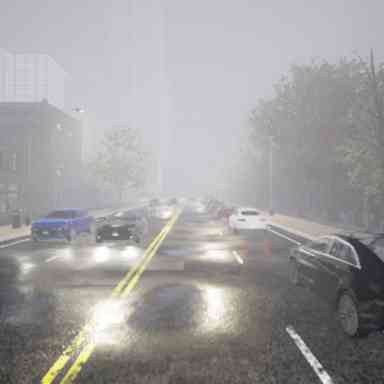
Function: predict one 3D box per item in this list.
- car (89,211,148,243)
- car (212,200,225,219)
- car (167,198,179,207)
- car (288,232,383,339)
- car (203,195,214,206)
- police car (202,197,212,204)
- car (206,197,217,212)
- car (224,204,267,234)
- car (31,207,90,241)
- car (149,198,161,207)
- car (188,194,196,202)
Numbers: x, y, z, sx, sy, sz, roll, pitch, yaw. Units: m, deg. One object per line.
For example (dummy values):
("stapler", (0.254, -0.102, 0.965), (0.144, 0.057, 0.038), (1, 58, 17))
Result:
("car", (-3.342, 1.666, 16.462), (1.994, 1.385, 4.181), (0, 0, 0))
("car", (3.253, 1.754, 31.004), (1.994, 1.385, 4.181), (0, 0, 0))
("car", (-3.272, 1.864, 58.841), (1.837, 1.490, 4.892), (0, 0, 1))
("car", (3.349, 1.532, 6.621), (2.128, 1.511, 4.902), (0, -1, 0))
("car", (3.254, 1.756, 53.006), (2.033, 1.649, 4.856), (0, 0, 0))
("police car", (3.255, 1.966, 75.006), (2.038, 1.542, 4.974), (0, 0, 0))
("car", (3.253, 1.761, 42.035), (2.163, 1.488, 4.792), (0, 0, 0))
("car", (3.252, 1.649, 20.004), (1.812, 1.442, 4.674), (0, 0, 0))
("car", (-6.594, 1.585, 17.478), (1.882, 1.535, 5.008), (0, 0, 0))
("car", (-6.522, 1.864, 58.841), (1.837, 1.490, 4.892), (0, 0, 1))
("car", (0.005, 1.899, 85.006), (1.837, 1.490, 4.892), (0, 0, 0))
